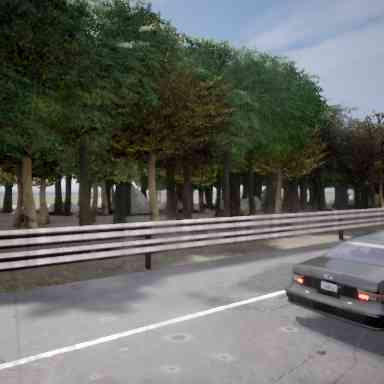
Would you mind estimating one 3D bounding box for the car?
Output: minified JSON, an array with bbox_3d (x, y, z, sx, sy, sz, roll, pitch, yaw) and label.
[{"bbox_3d":[4.209,1.543,6.728,5.357,1.411,2.033,0,0,-36],"label":"car"}]
